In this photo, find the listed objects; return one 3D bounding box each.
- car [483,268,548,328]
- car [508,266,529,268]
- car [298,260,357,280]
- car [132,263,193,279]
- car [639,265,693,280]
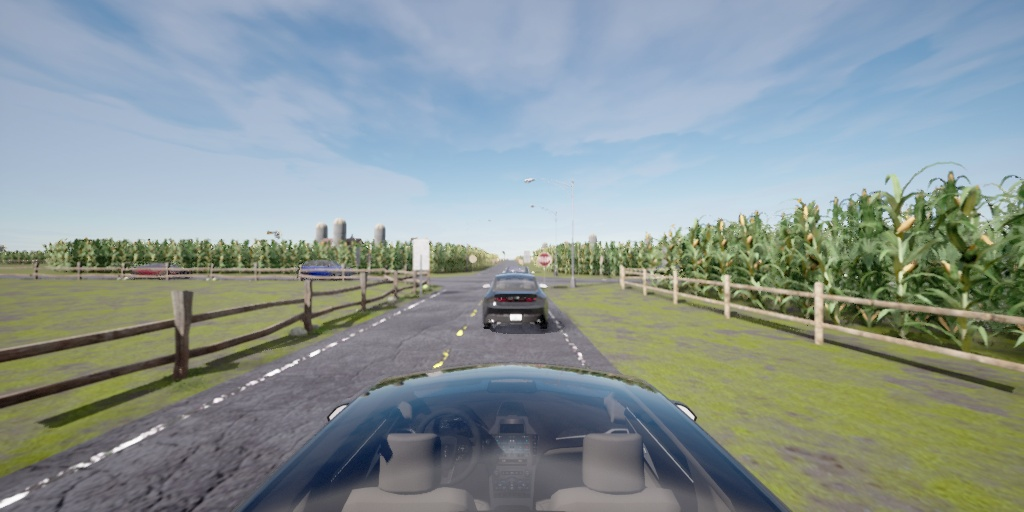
[{"bbox_3d":[0.098,1.326,11.639,1.837,1.490,4.892,0,0,0],"label":"car"},{"bbox_3d":[0.400,1.384,22.663,2.128,1.511,4.902,0,0,4],"label":"car"},{"bbox_3d":[-16.223,1.201,31.753,4.553,1.767,2.097,0,-1,1],"label":"car"},{"bbox_3d":[-31.031,1.334,31.918,4.181,1.385,1.994,0,-1,1],"label":"car"},{"bbox_3d":[14.759,1.568,34.417,5.008,1.535,1.882,0,-1,0],"label":"car"}]
